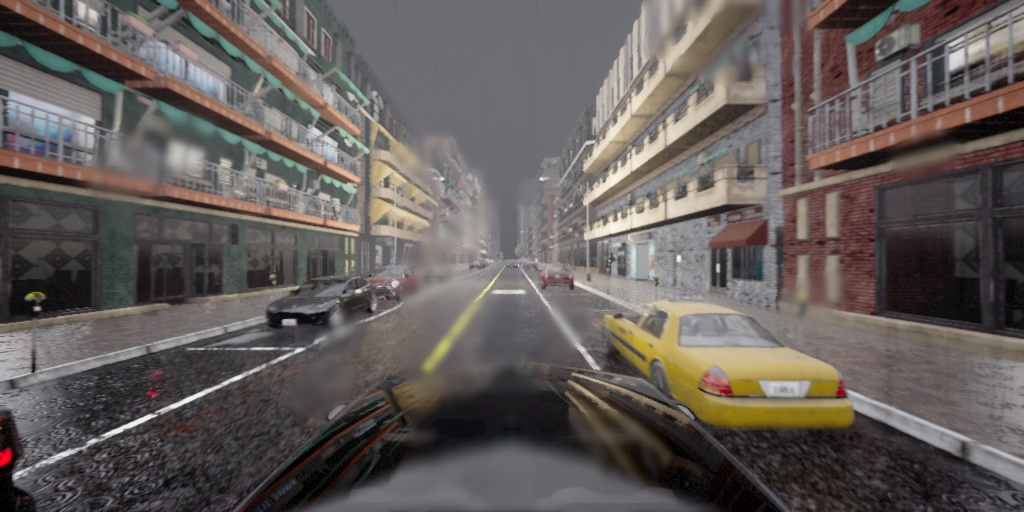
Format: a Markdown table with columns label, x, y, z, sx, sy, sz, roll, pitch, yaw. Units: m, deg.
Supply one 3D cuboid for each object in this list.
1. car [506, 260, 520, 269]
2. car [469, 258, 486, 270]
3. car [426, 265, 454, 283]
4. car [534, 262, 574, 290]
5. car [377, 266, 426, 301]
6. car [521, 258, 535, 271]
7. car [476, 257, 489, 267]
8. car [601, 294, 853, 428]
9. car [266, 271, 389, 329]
| label | x | y | z | sx | sy | sz | roll | pitch | yaw |
| --- | --- | --- | --- | --- | --- | --- | --- | --- | --- |
| car | -0.007 | 1.453 | 60.291 | 1.895 | 1.301 | 4.718 | 0 | 0 | 0 |
| car | -5.696 | 1.387 | 56.664 | 1.888 | 1.381 | 4.507 | 0 | 0 | 0 |
| car | -5.693 | 1.348 | 28.341 | 1.948 | 1.339 | 4.313 | 0 | 0 | 0 |
| car | 2.688 | 1.214 | 22.677 | 1.967 | 1.591 | 4.097 | 0 | 0 | 0 |
| car | -5.692 | 1.204 | 17.011 | 1.967 | 1.591 | 4.097 | 0 | 0 | 0 |
| car | 2.685 | 1.380 | 50.999 | 2.007 | 1.370 | 4.403 | 0 | 0 | 0 |
| car | -5.697 | 1.172 | 62.329 | 2.192 | 1.841 | 5.009 | 0 | 0 | 0 |
| car | 2.689 | 1.279 | 5.855 | 1.751 | 1.417 | 4.829 | 0 | 0 | 0 |
| car | -5.691 | 1.324 | 11.350 | 1.948 | 1.339 | 4.313 | 0 | 0 | 0 |
